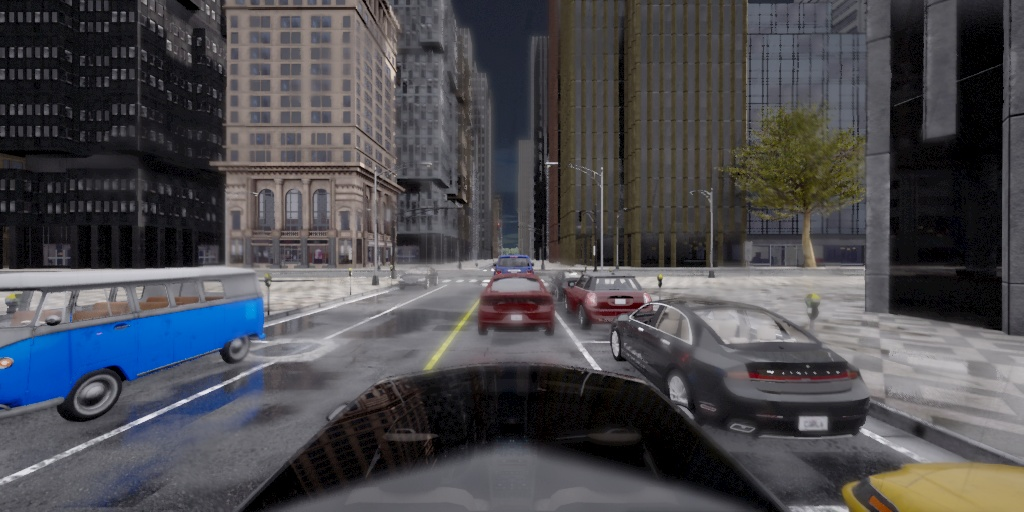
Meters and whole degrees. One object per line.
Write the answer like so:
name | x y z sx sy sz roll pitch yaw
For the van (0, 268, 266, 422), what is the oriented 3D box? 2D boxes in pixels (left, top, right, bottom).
van | -5.756 1.090 5.478 1.690 1.789 3.998 0 0 0

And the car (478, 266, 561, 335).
car | 0.106 1.226 10.494 1.882 1.535 5.008 0 0 0

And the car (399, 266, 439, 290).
car | -5.732 1.296 22.401 2.007 1.370 4.403 0 0 0

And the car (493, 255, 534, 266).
car | 0.103 0.967 20.378 2.150 2.045 5.566 0 0 0

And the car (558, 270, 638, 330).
car | 2.777 1.188 11.108 1.967 1.591 4.097 0 0 0

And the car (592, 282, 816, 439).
car | 2.769 1.300 5.467 2.007 1.370 4.403 0 0 0
